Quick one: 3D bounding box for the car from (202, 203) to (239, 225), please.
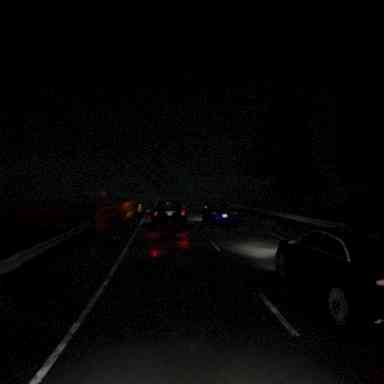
[{"bbox_3d":[1.854,1.444,22.802,1.994,1.385,4.181,0,0,-6],"label":"car"}]

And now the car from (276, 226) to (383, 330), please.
[{"bbox_3d":[3.204,1.451,6.852,2.128,1.511,4.902,0,0,-3],"label":"car"}]

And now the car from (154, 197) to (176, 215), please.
[{"bbox_3d":[-2.783,1.313,32.752,1.882,1.535,5.008,0,0,-8],"label":"car"}]

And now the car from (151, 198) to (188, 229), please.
[{"bbox_3d":[-1.467,1.249,20.832,2.097,1.767,4.553,0,0,-6],"label":"car"}]
